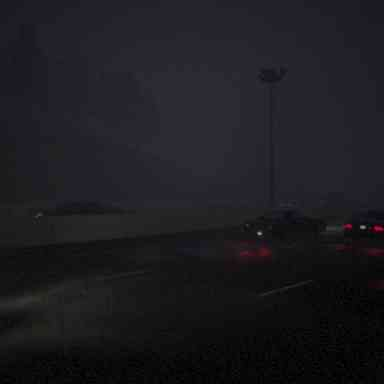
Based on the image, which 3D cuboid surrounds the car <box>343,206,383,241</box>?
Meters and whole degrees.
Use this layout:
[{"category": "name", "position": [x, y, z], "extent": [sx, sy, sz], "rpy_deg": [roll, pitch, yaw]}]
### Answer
[{"category": "car", "position": [9.056, 1.526, 15.583], "extent": [5.357, 1.411, 2.033], "rpy_deg": [0, 0, -41]}]

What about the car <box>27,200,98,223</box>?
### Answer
[{"category": "car", "position": [-10.419, 1.498, 26.989], "extent": [5.008, 1.535, 1.882], "rpy_deg": [0, 0, -39]}]

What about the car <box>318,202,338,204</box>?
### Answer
[{"category": "car", "position": [20.276, 1.170, 47.014], "extent": [2.150, 2.045, 5.566], "rpy_deg": [0, 0, 42]}]

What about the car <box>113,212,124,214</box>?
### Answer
[{"category": "car", "position": [-7.408, 1.539, 24.923], "extent": [4.674, 1.442, 1.812], "rpy_deg": [0, 0, -39]}]

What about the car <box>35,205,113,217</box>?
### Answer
[{"category": "car", "position": [-7.590, 1.367, 20.341], "extent": [4.553, 1.767, 2.097], "rpy_deg": [0, 0, -38]}]

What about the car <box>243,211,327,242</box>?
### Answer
[{"category": "car", "position": [4.774, 1.588, 16.539], "extent": [4.718, 1.301, 1.895], "rpy_deg": [0, 0, -40]}]

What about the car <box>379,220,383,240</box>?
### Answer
[{"category": "car", "position": [7.497, 1.546, 9.749], "extent": [4.181, 1.385, 1.994], "rpy_deg": [0, 0, -39]}]
